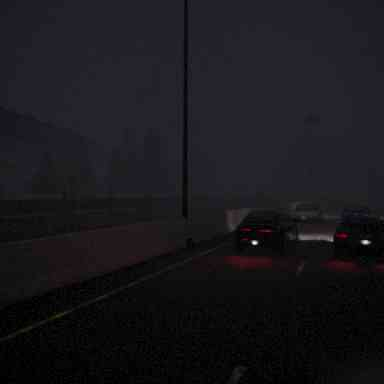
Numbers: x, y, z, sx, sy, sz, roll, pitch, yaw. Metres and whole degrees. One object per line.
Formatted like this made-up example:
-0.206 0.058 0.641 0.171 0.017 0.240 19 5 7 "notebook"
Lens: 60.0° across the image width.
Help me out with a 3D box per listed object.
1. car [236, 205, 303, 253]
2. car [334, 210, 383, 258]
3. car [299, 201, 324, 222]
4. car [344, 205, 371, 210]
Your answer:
3.266 1.525 13.966 1.837 1.490 4.892 0 0 25 "car"
6.486 1.598 12.587 1.994 1.385 4.181 0 0 25 "car"
9.460 1.653 26.925 1.895 1.301 4.718 0 0 28 "car"
12.631 1.666 25.442 1.895 1.301 4.718 0 0 28 "car"
